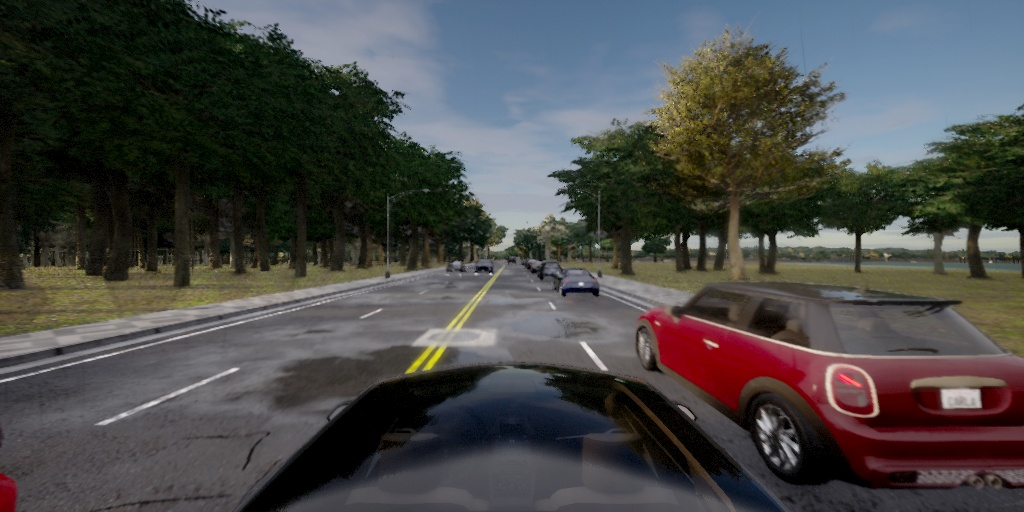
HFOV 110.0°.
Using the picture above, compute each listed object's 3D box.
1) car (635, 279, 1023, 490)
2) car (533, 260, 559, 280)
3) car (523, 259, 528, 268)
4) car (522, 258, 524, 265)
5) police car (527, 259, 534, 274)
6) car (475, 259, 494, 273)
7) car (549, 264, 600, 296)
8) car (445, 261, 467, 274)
[{"bbox_3d":[3.353,1.102,4.837,2.097,1.767,4.553,0,0,-1],"label":"car"},{"bbox_3d":[3.245,1.188,31.283,2.033,1.649,4.856,0,0,0],"label":"car"},{"bbox_3d":[3.242,1.295,53.314,2.163,1.488,4.792,0,0,0],"label":"car"},{"bbox_3d":[3.240,1.322,64.284,1.837,1.490,4.892,0,0,0],"label":"car"},{"bbox_3d":[3.244,1.275,42.284,2.038,1.542,4.974,0,0,0],"label":"police car"},{"bbox_3d":[-3.335,1.122,43.713,2.097,1.767,4.553,0,0,0],"label":"car"},{"bbox_3d":[3.344,1.315,19.274,1.994,1.385,4.181,0,0,0],"label":"car"},{"bbox_3d":[-6.586,1.295,42.400,1.812,1.442,4.674,0,0,0],"label":"car"}]
